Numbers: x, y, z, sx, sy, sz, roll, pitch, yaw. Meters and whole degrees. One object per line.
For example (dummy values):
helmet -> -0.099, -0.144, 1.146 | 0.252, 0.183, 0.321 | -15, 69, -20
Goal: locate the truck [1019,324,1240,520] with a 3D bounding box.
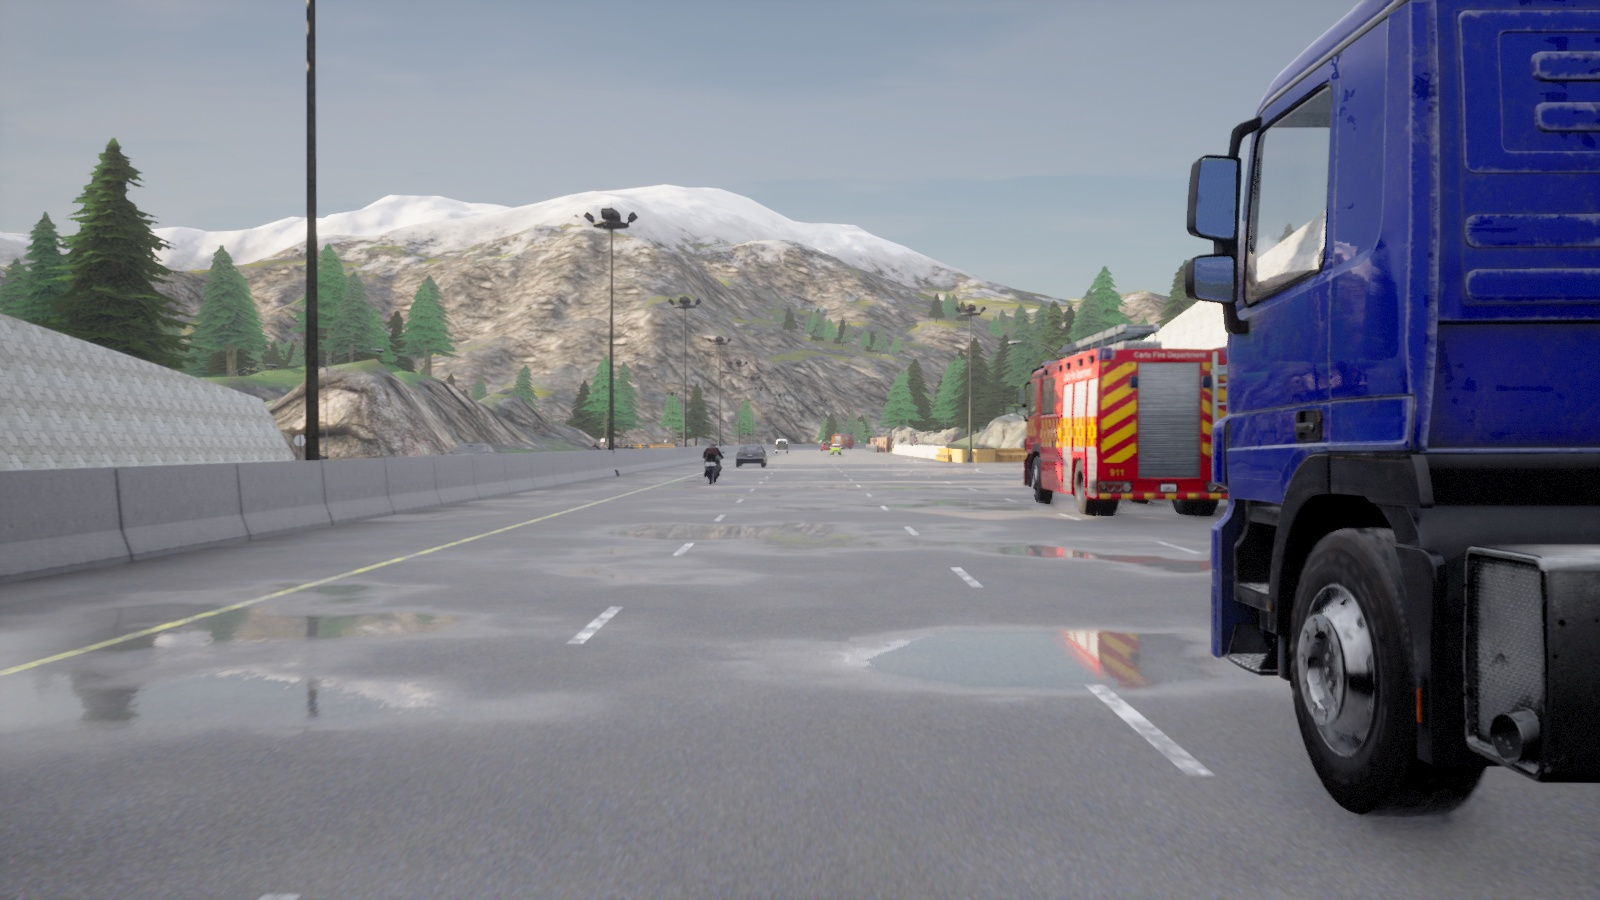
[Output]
truck -> 7.181, -0.575, 28.822 | 2.891, 3.827, 8.468 | 0, 0, 0

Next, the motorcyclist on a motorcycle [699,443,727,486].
motorcyclist on a motorcycle -> -3.219, 0.517, 46.440 | 0.866, 1.530, 2.191 | 0, 0, 0

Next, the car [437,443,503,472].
car -> -17.112, 0.364, 65.306 | 2.163, 1.488, 4.792 | 0, 0, 0

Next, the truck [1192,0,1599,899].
truck -> 3.532, -0.248, 2.761 | 2.891, 3.462, 7.936 | 0, 0, 0

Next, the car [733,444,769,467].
car -> -3.031, 0.344, 79.359 | 2.033, 1.411, 5.357 | 0, 0, 0
